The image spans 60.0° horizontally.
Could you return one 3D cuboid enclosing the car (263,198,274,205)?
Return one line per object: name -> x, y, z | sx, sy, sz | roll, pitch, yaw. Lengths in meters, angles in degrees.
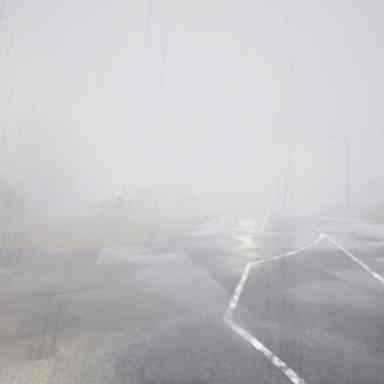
car -> 18.287, 2.241, 79.285 | 1.812, 1.442, 4.674 | -2, -1, 21
